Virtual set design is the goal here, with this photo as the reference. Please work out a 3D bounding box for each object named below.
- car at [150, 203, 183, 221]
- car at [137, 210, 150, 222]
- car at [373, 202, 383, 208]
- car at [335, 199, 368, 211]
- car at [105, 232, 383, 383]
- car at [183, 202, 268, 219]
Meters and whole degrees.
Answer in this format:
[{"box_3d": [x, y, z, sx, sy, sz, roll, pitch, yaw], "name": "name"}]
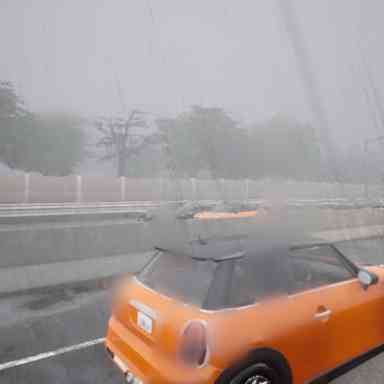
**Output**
[{"box_3d": [0.095, 1.501, 21.233, 4.892, 1.490, 1.837, 0, 0, -35], "name": "car"}, {"box_3d": [-1.275, 1.543, 24.555, 5.357, 1.411, 2.033, 0, 0, -35], "name": "car"}, {"box_3d": [21.916, 1.596, 36.588, 4.718, 1.301, 1.895, 0, 0, -35], "name": "car"}, {"box_3d": [18.419, 1.558, 38.418, 4.181, 1.385, 1.994, 0, 0, -35], "name": "car"}, {"box_3d": [1.246, 1.351, 4.634, 4.553, 1.767, 2.097, 0, 0, -35], "name": "car"}, {"box_3d": [2.121, 1.349, 18.378, 4.553, 1.767, 2.097, 0, 0, -35], "name": "car"}]
